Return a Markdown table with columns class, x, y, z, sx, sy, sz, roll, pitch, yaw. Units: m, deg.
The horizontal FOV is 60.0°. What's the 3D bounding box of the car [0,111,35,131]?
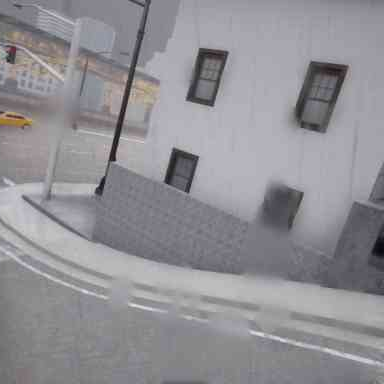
| class | x | y | z | sx | sy | sz | roll | pitch | yaw |
| --- | --- | --- | --- | --- | --- | --- | --- | --- | --- |
| car | -18.221 | -7.252 | 33.029 | 1.882 | 1.535 | 5.008 | 24 | 14 | 34 |
